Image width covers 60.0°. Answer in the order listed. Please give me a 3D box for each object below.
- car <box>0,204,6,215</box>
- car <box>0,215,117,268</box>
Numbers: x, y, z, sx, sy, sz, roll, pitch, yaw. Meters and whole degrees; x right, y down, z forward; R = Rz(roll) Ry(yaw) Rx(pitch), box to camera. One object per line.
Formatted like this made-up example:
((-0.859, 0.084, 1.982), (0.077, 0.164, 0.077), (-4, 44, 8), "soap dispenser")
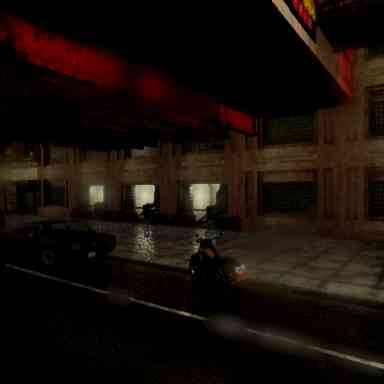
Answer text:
((-10.865, 1.225, 15.525), (5.566, 2.045, 2.435), (0, 0, 35), "car")
((-4.817, 1.591, 11.267), (4.718, 1.301, 1.895), (0, 0, 35), "car")
